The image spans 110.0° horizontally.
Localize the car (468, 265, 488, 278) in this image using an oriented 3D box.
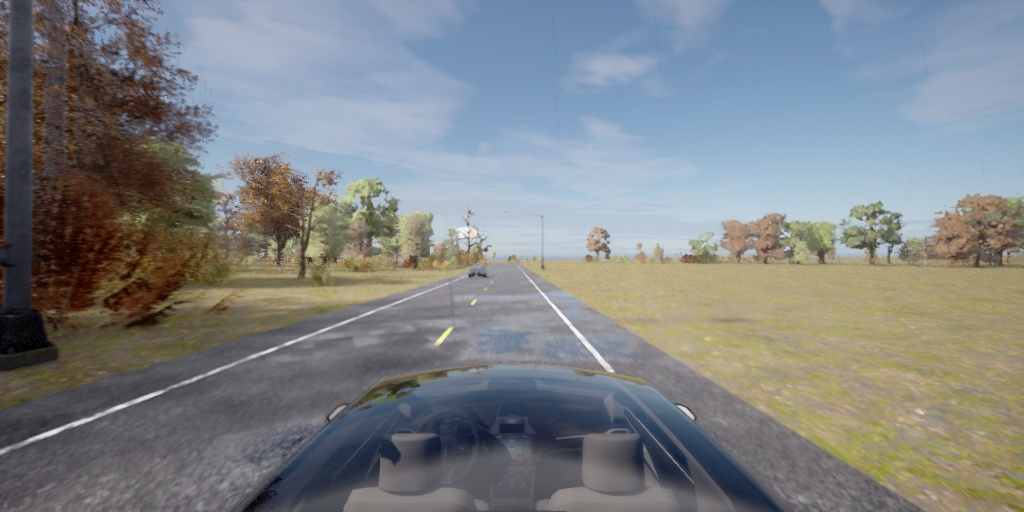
[{"bbox_3d":[-3.584,1.633,38.660,2.033,1.411,5.357,0,0,0],"label":"car"}]
